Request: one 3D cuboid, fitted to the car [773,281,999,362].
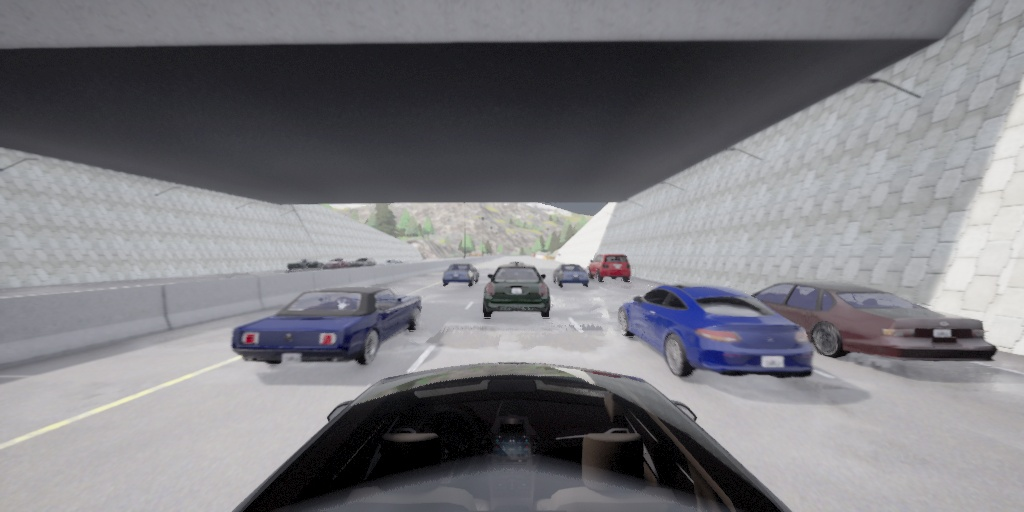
[{"bbox_3d":[7.109,1.300,8.404,2.033,1.411,5.357,0,0,1],"label":"car"}]

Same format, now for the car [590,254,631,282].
[{"bbox_3d":[7.301,0.870,27.333,2.150,2.045,5.566,0,0,1],"label":"car"}]

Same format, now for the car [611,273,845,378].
[{"bbox_3d":[3.587,1.265,7.200,1.812,1.442,4.674,0,0,1],"label":"car"}]

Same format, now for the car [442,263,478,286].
[{"bbox_3d":[-3.258,1.161,23.507,2.033,1.411,5.357,0,0,1],"label":"car"}]

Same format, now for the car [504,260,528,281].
[{"bbox_3d":[0.315,1.126,29.363,1.812,1.442,4.674,0,0,0],"label":"car"}]

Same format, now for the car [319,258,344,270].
[{"bbox_3d":[-20.712,0.939,42.980,1.812,1.442,4.674,0,0,1],"label":"car"}]

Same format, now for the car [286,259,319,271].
[{"bbox_3d":[-24.223,1.000,42.101,1.895,1.301,4.718,0,0,1],"label":"car"}]

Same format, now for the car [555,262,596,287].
[{"bbox_3d":[3.741,1.199,23.445,2.033,1.411,5.357,0,0,1],"label":"car"}]

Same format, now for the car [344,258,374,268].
[{"bbox_3d":[-17.231,0.942,41.781,1.837,1.490,4.892,0,1,1],"label":"car"}]

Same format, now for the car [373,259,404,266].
[{"bbox_3d":[-13.744,1.062,41.017,1.895,1.301,4.718,0,0,1],"label":"car"}]

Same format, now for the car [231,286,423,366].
[{"bbox_3d":[-3.402,1.299,7.825,1.895,1.301,4.718,0,0,1],"label":"car"}]

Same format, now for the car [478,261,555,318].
[{"bbox_3d":[0.167,1.043,12.829,2.097,1.767,4.553,0,0,1],"label":"car"}]
